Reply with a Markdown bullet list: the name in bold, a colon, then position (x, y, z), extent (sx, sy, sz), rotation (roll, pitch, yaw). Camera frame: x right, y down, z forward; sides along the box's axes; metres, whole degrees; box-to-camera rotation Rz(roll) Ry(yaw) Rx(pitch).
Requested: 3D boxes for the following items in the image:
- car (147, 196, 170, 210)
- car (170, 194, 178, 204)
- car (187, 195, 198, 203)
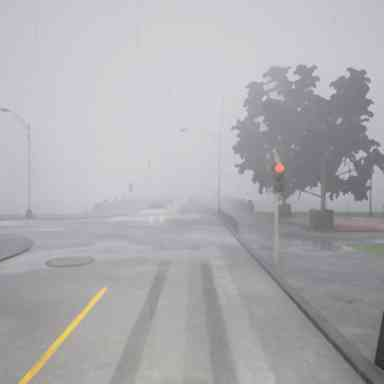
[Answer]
- **car**: position (-4.048, 1.412, 39.243), extent (1.994, 1.385, 4.181), rotation (0, 0, 0)
- **car**: position (-4.004, 1.333, 56.040), extent (2.033, 1.411, 5.357), rotation (0, 0, 0)
- **car**: position (0.069, 1.309, 62.321), extent (2.033, 1.411, 5.357), rotation (0, 0, 0)
